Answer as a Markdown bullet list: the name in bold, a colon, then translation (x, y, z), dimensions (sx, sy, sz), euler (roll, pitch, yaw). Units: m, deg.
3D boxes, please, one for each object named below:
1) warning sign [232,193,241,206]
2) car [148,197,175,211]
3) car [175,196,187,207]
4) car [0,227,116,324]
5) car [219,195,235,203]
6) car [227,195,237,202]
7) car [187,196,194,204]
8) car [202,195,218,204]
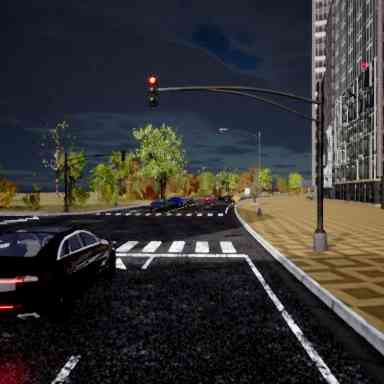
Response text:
- **warning sign**: translation (6.460, 1.108, 48.222), dimensions (1.300, 1.860, 1.060), euler (0, 0, 8)
- **car**: translation (-3.929, 1.536, 41.444), dimensions (2.033, 1.411, 5.357), euler (0, 0, 7)
- **car**: translation (-2.529, 1.465, 51.663), dimensions (1.882, 1.535, 5.008), euler (0, 0, 9)
- **car**: translation (-2.993, 1.489, 7.120), dimensions (2.128, 1.511, 4.902), euler (0, 0, 1)
- **car**: translation (7.488, 1.472, 70.117), dimensions (1.882, 1.535, 5.008), euler (0, 0, 12)
- **car**: translation (9.621, 1.475, 80.375), dimensions (1.882, 1.535, 5.008), euler (0, 0, 14)
- **car**: translation (-0.790, 1.536, 62.172), dimensions (2.033, 1.411, 5.357), euler (0, 0, 11)
- **car**: translation (3.367, 1.344, 65.901), dimensions (2.097, 1.767, 4.553), euler (0, 0, 11)
